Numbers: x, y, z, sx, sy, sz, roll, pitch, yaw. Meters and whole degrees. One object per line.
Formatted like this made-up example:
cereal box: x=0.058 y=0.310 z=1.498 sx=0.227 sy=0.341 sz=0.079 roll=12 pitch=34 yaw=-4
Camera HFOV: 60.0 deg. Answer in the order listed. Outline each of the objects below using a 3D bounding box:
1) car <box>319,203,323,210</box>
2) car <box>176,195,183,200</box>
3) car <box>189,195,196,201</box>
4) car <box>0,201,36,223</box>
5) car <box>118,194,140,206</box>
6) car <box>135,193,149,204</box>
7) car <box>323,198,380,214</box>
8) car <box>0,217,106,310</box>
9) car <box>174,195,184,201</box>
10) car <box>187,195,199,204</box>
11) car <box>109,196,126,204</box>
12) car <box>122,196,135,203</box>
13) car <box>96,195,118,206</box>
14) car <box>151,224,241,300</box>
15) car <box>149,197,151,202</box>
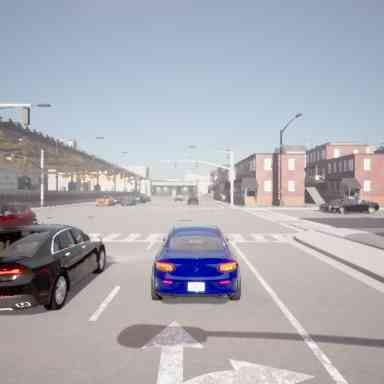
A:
car: x=17.092 y=1.505 z=38.050 sx=4.892 sy=1.490 sz=1.837 roll=0 pitch=0 yaw=0
car: x=-3.327 y=1.524 z=92.156 sx=1.812 sy=1.442 sz=4.674 roll=0 pitch=0 yaw=0
car: x=0.164 y=1.477 z=87.606 sx=1.882 sy=1.535 sz=5.008 roll=0 pitch=0 yaw=0
car: x=-10.104 y=1.352 z=17.168 sx=2.097 sy=1.767 sz=4.553 roll=0 pitch=0 yaw=8
car: x=-10.471 y=1.547 z=55.340 sx=2.033 sy=1.411 sz=5.357 roll=0 pitch=0 yaw=0
car: x=-10.408 y=1.221 z=65.206 sx=2.150 sy=2.045 sz=5.566 roll=0 pitch=0 yaw=0
car: x=16.787 y=1.491 z=34.543 sx=4.902 sy=1.511 sz=2.128 roll=0 pitch=0 yaw=0
car: x=-3.414 y=1.505 z=7.788 sx=1.837 sy=1.490 sz=4.892 roll=0 pitch=0 yaw=0
car: x=-3.346 y=1.595 z=82.110 sx=1.895 sy=1.301 sz=4.718 roll=0 pitch=0 yaw=0
car: x=0.209 y=1.504 z=61.133 sx=1.837 sy=1.490 sz=4.892 roll=0 pitch=0 yaw=0
car: x=-13.931 y=1.491 z=62.686 sx=2.128 sy=1.511 sz=4.902 roll=0 pitch=0 yaw=1
car: x=-13.863 y=1.524 z=72.900 sx=1.812 sy=1.442 sz=4.674 roll=0 pitch=0 yaw=0
car: x=-13.977 y=1.352 z=53.630 sx=2.097 sy=1.767 sz=4.553 roll=0 pitch=0 yaw=0
car: x=0.093 y=1.526 z=8.245 sx=1.812 sy=1.442 sz=4.674 roll=0 pitch=0 yaw=0
car: x=-10.359 y=1.552 z=75.073 sx=1.994 sy=1.385 sz=4.181 roll=0 pitch=0 yaw=0
